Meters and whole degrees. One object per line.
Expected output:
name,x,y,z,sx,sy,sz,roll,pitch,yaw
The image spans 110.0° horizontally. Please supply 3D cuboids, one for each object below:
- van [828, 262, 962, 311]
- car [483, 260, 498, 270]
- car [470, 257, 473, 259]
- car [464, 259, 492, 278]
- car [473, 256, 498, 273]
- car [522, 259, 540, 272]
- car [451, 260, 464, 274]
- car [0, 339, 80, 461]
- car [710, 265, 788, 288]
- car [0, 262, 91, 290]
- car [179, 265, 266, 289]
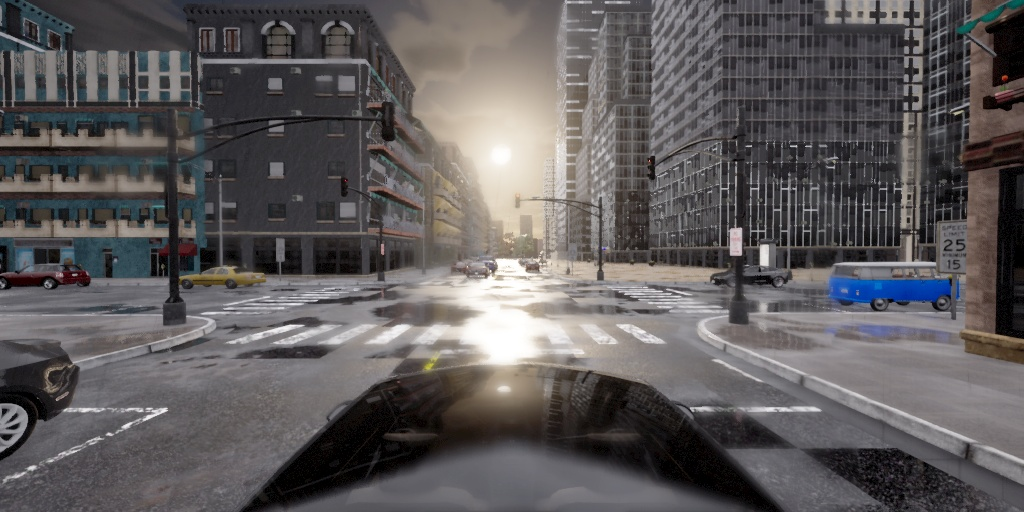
van,14.667,1.117,13.834,3.998,1.789,1.690,0,0,0
car,-3.184,1.309,54.061,1.994,1.385,4.181,0,0,0
car,-5.775,1.184,45.854,1.967,1.591,4.097,0,0,0
car,-3.160,1.270,34.181,1.812,1.442,4.674,0,0,0
car,-3.175,0.966,44.087,2.150,2.045,5.566,0,0,0
car,2.573,1.289,45.928,1.888,1.381,4.507,0,0,0
car,-5.764,1.289,40.205,1.888,1.381,4.507,0,0,0
car,-5.691,1.300,2.139,2.007,1.370,4.403,0,0,0
car,14.637,1.216,22.214,4.313,1.339,1.948,0,0,0
car,-28.819,1.189,22.060,4.097,1.591,1.967,0,0,0
car,-17.921,1.247,22.099,4.829,1.417,1.751,0,0,0
